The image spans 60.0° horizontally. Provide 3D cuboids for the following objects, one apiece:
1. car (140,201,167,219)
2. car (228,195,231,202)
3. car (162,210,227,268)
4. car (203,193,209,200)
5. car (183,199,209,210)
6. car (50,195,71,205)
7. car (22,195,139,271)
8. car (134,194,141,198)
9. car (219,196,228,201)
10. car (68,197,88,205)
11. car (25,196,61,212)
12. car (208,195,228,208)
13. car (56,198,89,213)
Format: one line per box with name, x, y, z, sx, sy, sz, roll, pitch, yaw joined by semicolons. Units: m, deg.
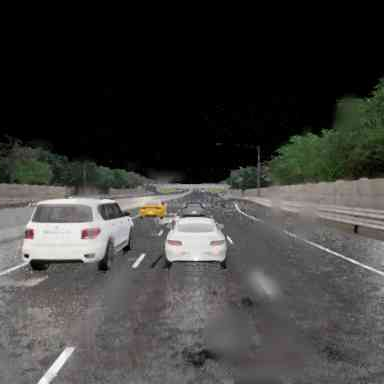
car;-3.310;1.502;29.300;1.882;1.535;5.008;0;0;0
car;7.368;1.430;70.974;2.128;1.511;4.902;0;0;3
car;0.115;1.534;11.226;1.812;1.442;4.674;0;0;0
car;4.159;1.630;80.443;2.033;1.411;5.357;0;0;1
car;0.185;1.588;28.398;1.994;1.385;4.181;0;0;0
car;-23.492;1.410;59.600;2.097;1.767;4.553;0;0;-2
car;-3.387;1.229;11.015;2.150;2.045;5.566;0;0;0
car;-13.351;1.207;80.044;1.882;1.535;5.008;0;0;1
car;7.660;1.530;80.542;1.895;1.301;4.718;0;0;1
car;-20.631;1.623;60.367;1.994;1.385;4.181;0;0;1
car;-17.428;1.382;39.186;2.097;1.767;4.553;0;0;1
car;3.739;1.427;48.532;1.812;1.442;4.674;0;0;1
car;-13.931;1.525;39.203;2.128;1.511;4.902;0;0;1
